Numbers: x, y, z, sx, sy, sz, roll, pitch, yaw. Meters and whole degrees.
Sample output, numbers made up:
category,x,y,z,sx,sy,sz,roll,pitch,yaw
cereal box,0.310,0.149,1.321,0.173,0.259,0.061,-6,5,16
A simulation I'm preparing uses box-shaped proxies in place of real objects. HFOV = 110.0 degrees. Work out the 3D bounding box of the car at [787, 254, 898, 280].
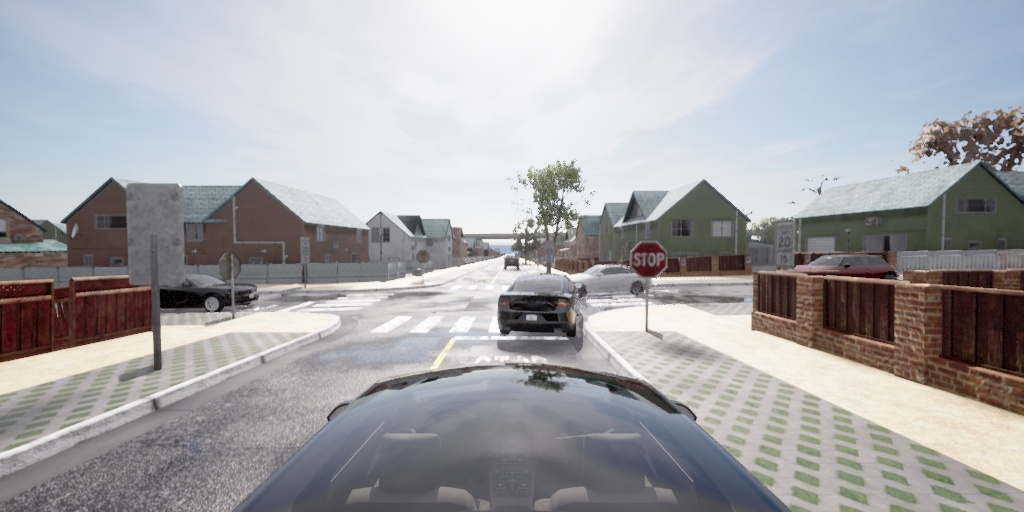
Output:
category,x,y,z,sx,sy,sz,roll,pitch,yaw
car,16.362,0.731,18.051,4.553,1.767,2.097,-1,2,0

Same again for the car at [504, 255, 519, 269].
category,x,y,z,sx,sy,sz,roll,pitch,yaw
car,-0.047,0.907,54.705,2.150,2.045,5.566,0,0,0

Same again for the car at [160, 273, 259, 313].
category,x,y,z,sx,sy,sz,roll,pitch,yaw
car,-13.312,1.458,14.859,5.008,1.535,1.882,-1,2,-1

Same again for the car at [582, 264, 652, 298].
category,x,y,z,sx,sy,sz,roll,pitch,yaw
car,4.413,1.143,17.337,4.674,1.442,1.812,-2,2,-11

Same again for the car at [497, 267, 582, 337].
category,x,y,z,sx,sy,sz,roll,pitch,yaw
car,0.947,1.219,10.384,1.882,1.535,5.008,0,0,12
